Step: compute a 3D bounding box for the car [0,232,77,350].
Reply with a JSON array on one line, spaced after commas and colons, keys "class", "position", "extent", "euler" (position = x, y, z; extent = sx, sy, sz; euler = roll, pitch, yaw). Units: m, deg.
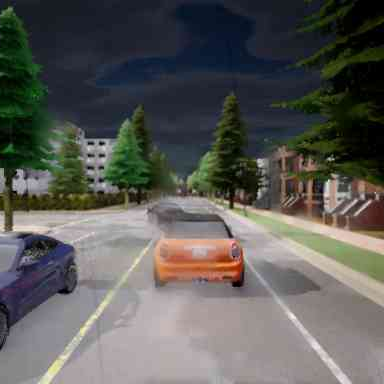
[{"class": "car", "position": [-3.577, 1.529, 6.105], "extent": [1.812, 1.442, 4.674], "euler": [0, 0, 0]}]

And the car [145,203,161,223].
[{"class": "car", "position": [-1.958, 1.522, 23.261], "extent": [1.837, 1.490, 4.892], "euler": [1, 0, -20]}]

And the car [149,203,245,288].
[{"class": "car", "position": [0.103, 1.360, 9.424], "extent": [2.097, 1.767, 4.553], "euler": [0, 0, -2]}]
